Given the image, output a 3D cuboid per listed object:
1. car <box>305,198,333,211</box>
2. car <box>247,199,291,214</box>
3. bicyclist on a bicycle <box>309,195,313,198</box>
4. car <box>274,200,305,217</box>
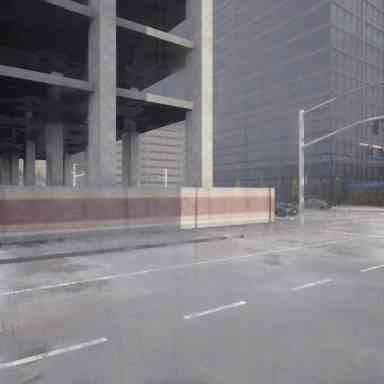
[{"bbox_3d":[14.638,1.491,40.604,2.128,1.511,4.902,0,0,-36],"label":"car"},{"bbox_3d":[8.469,1.526,36.896,1.812,1.442,4.674,0,0,-36],"label":"car"},{"bbox_3d":[16.533,1.301,46.187,1.656,1.620,0.582,0,0,-36],"label":"bicyclist on a bicycle"},{"bbox_3d":[8.063,1.564,31.496,1.994,1.385,4.181,0,0,-36],"label":"car"}]
